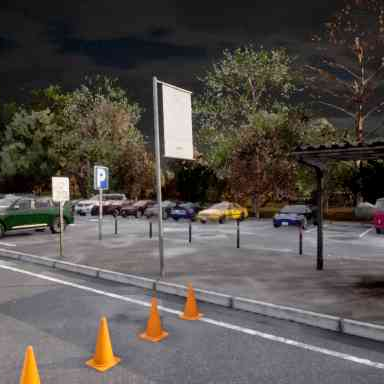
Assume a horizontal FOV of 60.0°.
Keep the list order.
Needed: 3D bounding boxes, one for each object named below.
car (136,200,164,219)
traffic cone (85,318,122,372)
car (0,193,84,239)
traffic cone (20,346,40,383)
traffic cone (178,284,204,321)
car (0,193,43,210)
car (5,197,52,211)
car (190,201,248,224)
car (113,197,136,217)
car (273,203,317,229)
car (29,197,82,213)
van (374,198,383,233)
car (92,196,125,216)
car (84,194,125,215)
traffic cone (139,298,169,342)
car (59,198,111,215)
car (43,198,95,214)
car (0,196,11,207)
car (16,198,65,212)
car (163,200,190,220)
[{"bbox_3d":[-2.045,1.473,28.500,2.231,1.521,4.892,0,0,35],"label":"car"},{"bbox_3d":[-1.166,1.957,4.386,0.340,0.580,0.340,0,0,35],"label":"traffic cone"},{"bbox_3d":[-8.876,1.220,17.272,2.435,2.045,5.566,0,0,35],"label":"car"},{"bbox_3d":[-1.742,1.957,3.570,0.340,0.580,0.340,0,0,35],"label":"traffic cone"},{"bbox_3d":[-0.016,1.957,6.018,0.340,0.580,0.340,0,0,36],"label":"traffic cone"},{"bbox_3d":[-22.504,1.153,42.842,2.435,2.045,5.566,0,0,35],"label":"car"},{"bbox_3d":[-20.203,1.451,41.294,2.163,1.488,4.792,0,0,35],"label":"car"},{"bbox_3d":[2.385,1.474,25.151,1.946,1.575,5.366,0,0,35],"label":"car"},{"bbox_3d":[-4.316,1.468,30.096,2.097,1.535,5.008,0,0,35],"label":"car"},{"bbox_3d":[7.017,1.513,22.086,2.163,1.488,4.792,0,0,35],"label":"car"},{"bbox_3d":[-15.569,1.443,38.226,1.946,1.575,5.366,0,0,35],"label":"car"},{"bbox_3d":[11.641,1.263,19.012,1.878,1.987,4.442,0,0,35],"label":"van"},{"bbox_3d":[-6.587,1.465,31.692,2.097,1.535,5.008,0,0,35],"label":"car"},{"bbox_3d":[-8.877,1.211,33.261,2.435,2.045,5.566,0,0,35],"label":"car"},{"bbox_3d":[-0.591,1.957,5.202,0.340,0.580,0.340,0,0,35],"label":"traffic cone"},{"bbox_3d":[-11.134,1.461,34.876,2.231,1.521,4.892,0,0,35],"label":"car"},{"bbox_3d":[-13.406,1.454,36.474,2.097,1.535,5.008,0,0,35],"label":"car"},{"bbox_3d":[-29.194,1.332,47.808,1.946,1.575,5.366,1,0,35],"label":"car"},{"bbox_3d":[-17.959,1.468,39.646,2.163,1.488,4.792,0,0,35],"label":"car"},{"bbox_3d":[0.238,1.504,26.923,2.163,1.488,4.792,0,0,35],"label":"car"}]
